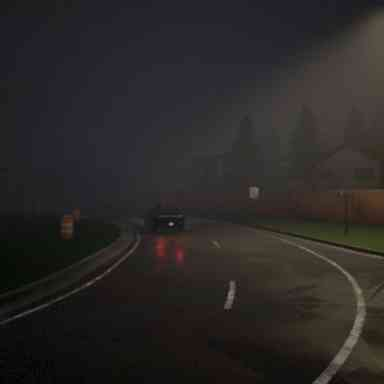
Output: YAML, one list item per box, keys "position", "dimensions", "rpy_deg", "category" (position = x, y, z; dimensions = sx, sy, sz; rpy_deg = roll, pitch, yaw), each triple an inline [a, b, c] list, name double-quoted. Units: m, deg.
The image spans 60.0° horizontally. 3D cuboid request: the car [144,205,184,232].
- position: [-1.818, 1.573, 20.861]
  dimensions: [2.128, 1.511, 4.902]
  rpy_deg: [1, 0, -16]
  category: "car"
